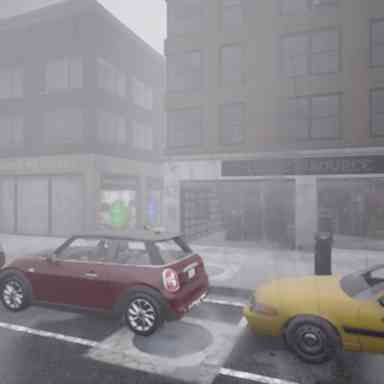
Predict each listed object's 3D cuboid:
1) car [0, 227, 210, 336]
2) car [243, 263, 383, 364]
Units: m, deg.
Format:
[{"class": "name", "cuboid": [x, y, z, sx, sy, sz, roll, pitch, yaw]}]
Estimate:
[{"class": "car", "cuboid": [-1.808, 1.437, 6.525, 4.097, 1.590, 1.967, 0, 0, 22]}, {"class": "car", "cuboid": [3.159, 1.524, 4.526, 4.829, 1.417, 1.752, 0, 0, 22]}]
